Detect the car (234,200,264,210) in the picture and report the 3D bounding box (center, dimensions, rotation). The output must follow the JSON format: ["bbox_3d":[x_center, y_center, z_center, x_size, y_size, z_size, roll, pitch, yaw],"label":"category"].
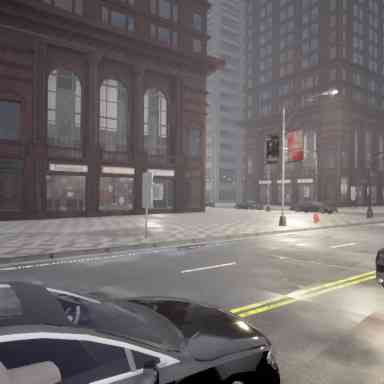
[{"bbox_3d":[7.709,1.787,45.283,1.994,1.385,4.181,1,-1,-35],"label":"car"}]

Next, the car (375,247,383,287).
[{"bbox_3d":[6.218,1.516,7.868,4.892,1.490,1.837,0,0,-35],"label":"car"}]

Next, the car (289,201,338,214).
[{"bbox_3d":[13.467,1.725,37.182,2.033,1.411,5.357,1,-1,-35],"label":"car"}]

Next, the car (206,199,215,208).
[{"bbox_3d":[1.679,1.749,53.774,1.882,1.535,5.008,1,-1,-35],"label":"car"}]

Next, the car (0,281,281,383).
[{"bbox_3d":[-1.396,1.492,2.444,4.902,1.511,2.128,0,0,-36],"label":"car"}]
